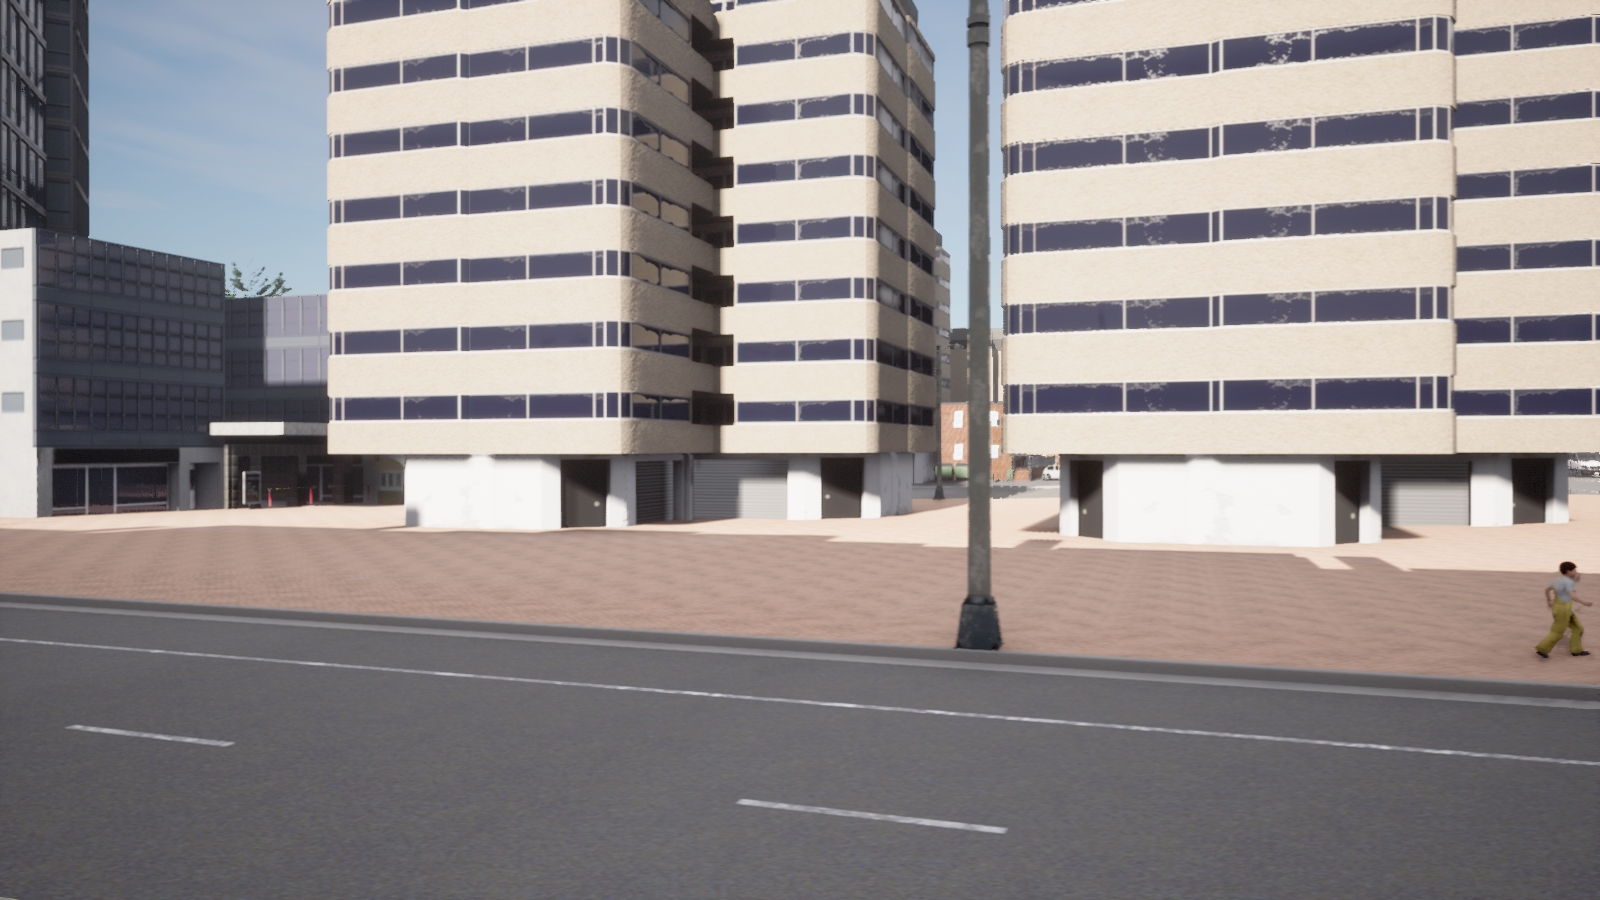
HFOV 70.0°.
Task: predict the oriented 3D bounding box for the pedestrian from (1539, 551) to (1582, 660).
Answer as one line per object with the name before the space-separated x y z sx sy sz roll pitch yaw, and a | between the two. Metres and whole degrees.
pedestrian | 9.508 1.934 14.283 0.375 1.300 0.375 0 0 21
